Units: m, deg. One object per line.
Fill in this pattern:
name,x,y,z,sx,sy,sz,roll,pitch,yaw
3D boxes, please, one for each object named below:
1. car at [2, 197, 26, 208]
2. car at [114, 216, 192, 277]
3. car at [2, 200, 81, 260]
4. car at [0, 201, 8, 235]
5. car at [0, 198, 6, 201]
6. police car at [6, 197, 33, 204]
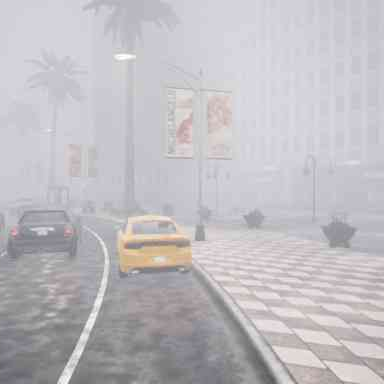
car,-25.899,1.461,48.418,2.231,1.521,4.892,0,0,-39
car,-1.364,1.477,10.428,1.882,1.535,5.008,0,0,-14
car,-5.423,1.348,12.750,2.097,1.767,4.553,0,0,-16
car,-11.508,1.469,18.422,1.882,1.535,5.008,0,0,-27
car,-25.108,1.506,42.621,1.812,1.442,4.674,0,0,-38
police car,-14.495,1.414,28.896,1.930,1.638,5.238,0,0,-36
